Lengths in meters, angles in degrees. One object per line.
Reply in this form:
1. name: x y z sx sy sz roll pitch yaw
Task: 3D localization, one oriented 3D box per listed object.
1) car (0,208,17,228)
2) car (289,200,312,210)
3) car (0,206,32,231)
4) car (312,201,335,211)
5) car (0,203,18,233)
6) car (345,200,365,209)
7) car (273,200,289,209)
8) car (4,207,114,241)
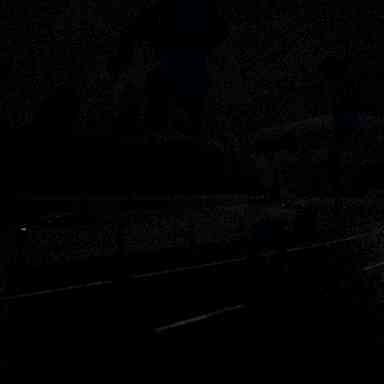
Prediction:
1. car: -14.902 1.872 23.538 4.181 1.385 1.994 0 -1 -36
2. car: 16.823 1.931 50.155 1.882 1.535 5.008 -1 -1 37
3. car: -10.521 1.585 18.080 4.553 1.767 2.097 0 -1 -36
4. car: 19.125 1.979 47.395 1.994 1.385 4.181 -1 -1 37
5. car: -13.364 1.620 20.329 4.553 1.767 2.097 0 -1 -36
6. car: 22.799 1.882 46.480 2.128 1.511 4.902 -1 -1 37
7. car: 14.683 1.997 53.170 1.837 1.490 4.892 0 -1 36
8. car: -6.382 1.694 16.778 4.902 1.511 2.128 0 -1 -37
